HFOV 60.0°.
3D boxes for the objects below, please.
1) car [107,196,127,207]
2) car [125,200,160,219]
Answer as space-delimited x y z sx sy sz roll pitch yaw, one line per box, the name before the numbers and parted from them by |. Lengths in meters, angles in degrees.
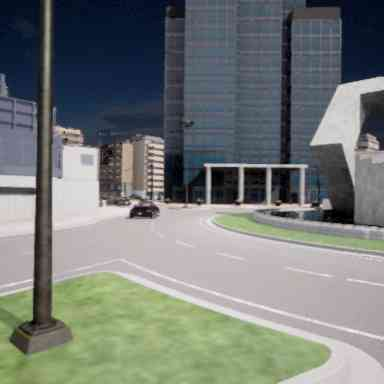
car | -11.311 1.449 51.214 2.128 1.511 4.902 1 0 -44
car | -4.026 1.569 28.770 1.994 1.385 4.181 1 0 5
